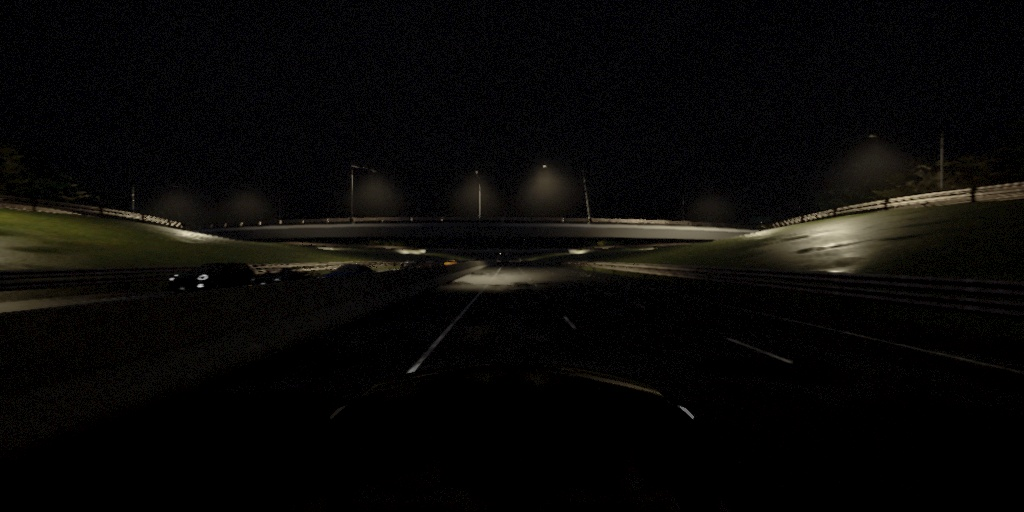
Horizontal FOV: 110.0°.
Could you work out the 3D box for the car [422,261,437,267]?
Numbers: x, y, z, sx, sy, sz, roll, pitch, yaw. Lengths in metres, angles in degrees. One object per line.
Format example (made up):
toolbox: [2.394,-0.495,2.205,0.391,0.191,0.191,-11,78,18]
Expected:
car: [-14.388,1.599,63.163,1.994,1.385,4.181,0,0,0]

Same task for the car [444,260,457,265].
car: [-10.900,1.505,64.391,1.882,1.535,5.008,0,-1,0]

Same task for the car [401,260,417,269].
car: [-17.877,1.529,62.503,2.128,1.511,4.902,0,0,0]

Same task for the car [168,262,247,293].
car: [-17.623,1.172,21.402,2.097,1.767,4.553,0,0,0]

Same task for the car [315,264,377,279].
car: [-10.632,1.307,23.785,1.882,1.535,5.008,0,0,0]

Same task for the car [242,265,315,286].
car: [-14.125,1.388,22.324,1.994,1.385,4.181,0,0,0]
